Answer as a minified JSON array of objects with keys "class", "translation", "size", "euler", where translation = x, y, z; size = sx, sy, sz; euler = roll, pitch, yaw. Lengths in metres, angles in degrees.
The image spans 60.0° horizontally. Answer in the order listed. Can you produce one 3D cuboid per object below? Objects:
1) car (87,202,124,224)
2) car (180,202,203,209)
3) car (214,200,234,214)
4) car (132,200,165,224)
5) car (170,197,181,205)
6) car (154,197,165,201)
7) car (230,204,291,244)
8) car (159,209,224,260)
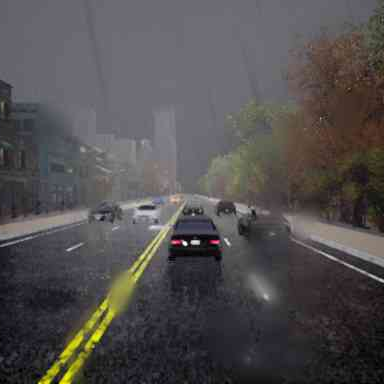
[{"class":"car","translation":[-6.594,1.576,25.777],"size":[2.128,1.511,4.902],"euler":[0,0,0]},{"class":"car","translation":[0.105,1.702,31.062],"size":[1.895,1.301,4.718],"euler":[0,0,0]},{"class":"car","translation":[3.355,1.589,34.017],"size":[1.882,1.535,5.008],"euler":[0,0,0]},{"class":"car","translation":[-3.344,1.609,25.423],"size":[1.812,1.442,4.674],"euler":[0,0,0]},{"class":"car","translation":[-3.254,1.689,66.290],"size":[1.882,1.535,5.008],"euler":[0,0,0]},{"class":"car","translation":[-6.499,1.691,66.282],"size":[1.882,1.535,5.008],"euler":[0,0,0]},{"class":"car","translation":[3.352,1.544,16.120],"size":[2.128,1.511,4.902],"euler":[0,0,0]},{"class":"car","translation":[0.102,1.589,12.630],"size":[2.033,1.411,5.357],"euler":[0,0,0]}]
